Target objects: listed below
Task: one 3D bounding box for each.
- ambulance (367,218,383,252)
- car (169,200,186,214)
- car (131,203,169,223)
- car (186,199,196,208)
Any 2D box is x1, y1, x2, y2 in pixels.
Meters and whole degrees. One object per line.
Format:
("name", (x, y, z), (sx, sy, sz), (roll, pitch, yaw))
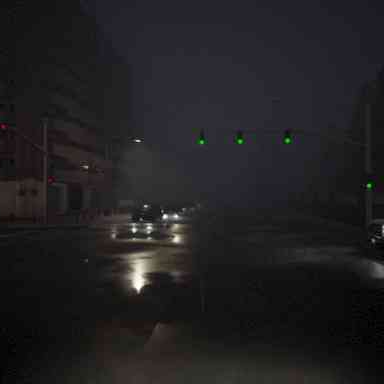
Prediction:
("ambulance", (9.889, 1.080, 11.938), (6.366, 2.431, 2.351), (-1, -1, 8))
("car", (-2.366, 1.966, 41.624), (1.895, 1.301, 4.718), (0, 0, 6))
("car", (-3.736, 1.810, 28.919), (2.033, 1.411, 5.357), (0, 0, 6))
("car", (-0.494, 1.981, 58.726), (1.882, 1.535, 5.008), (0, -1, 7))
